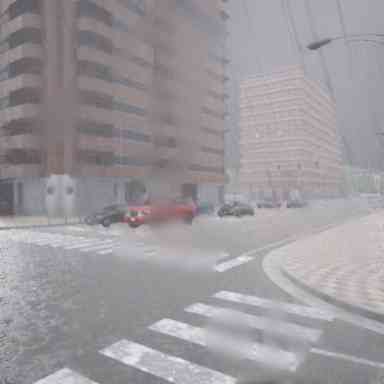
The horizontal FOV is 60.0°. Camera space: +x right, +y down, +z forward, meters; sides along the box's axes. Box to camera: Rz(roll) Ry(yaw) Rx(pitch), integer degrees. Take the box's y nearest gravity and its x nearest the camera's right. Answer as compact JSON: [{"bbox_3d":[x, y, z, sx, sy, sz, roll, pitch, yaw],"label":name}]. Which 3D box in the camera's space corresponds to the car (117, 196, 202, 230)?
[{"bbox_3d":[-1.930,1.268,22.005,2.150,2.045,5.566,0,0,35],"label":"car"}]

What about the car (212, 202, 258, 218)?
[{"bbox_3d":[4.014,1.583,30.310,1.994,1.385,4.181,0,0,36],"label":"car"}]

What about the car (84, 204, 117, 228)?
[{"bbox_3d":[-5.303,1.585,23.331,1.812,1.442,4.674,0,0,36],"label":"car"}]

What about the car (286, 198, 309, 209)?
[{"bbox_3d":[14.022,1.540,44.105,1.994,1.385,4.181,0,0,36],"label":"car"}]

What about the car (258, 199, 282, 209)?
[{"bbox_3d":[10.480,1.589,45.194,1.895,1.301,4.718,0,0,36],"label":"car"}]

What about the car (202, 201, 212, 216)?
[{"bbox_3d":[0.139,1.512,30.918,1.882,1.535,5.008,0,0,36],"label":"car"}]
